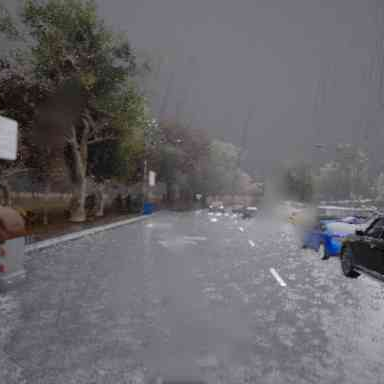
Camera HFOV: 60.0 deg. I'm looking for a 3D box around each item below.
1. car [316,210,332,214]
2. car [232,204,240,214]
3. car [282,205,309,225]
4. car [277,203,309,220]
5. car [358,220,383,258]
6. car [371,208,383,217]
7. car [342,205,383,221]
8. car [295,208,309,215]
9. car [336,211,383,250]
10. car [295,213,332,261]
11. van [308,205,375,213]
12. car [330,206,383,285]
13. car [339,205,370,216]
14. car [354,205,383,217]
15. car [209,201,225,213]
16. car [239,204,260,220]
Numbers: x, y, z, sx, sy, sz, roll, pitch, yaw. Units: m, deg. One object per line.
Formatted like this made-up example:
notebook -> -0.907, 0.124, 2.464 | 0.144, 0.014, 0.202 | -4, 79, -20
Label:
car -> 10.789, 2.274, 21.212 | 5.008, 1.535, 2.097 | 4, -1, -15
car -> 7.412, 2.534, 49.594 | 2.033, 1.411, 5.357 | 3, -1, 23
car -> 11.308, 2.409, 30.141 | 5.366, 1.575, 1.946 | 4, 0, -16
car -> 11.976, 2.273, 36.204 | 5.566, 2.045, 2.435 | 4, -1, -16
car -> 10.326, 2.216, 15.218 | 4.674, 1.452, 2.002 | 4, 0, -15
car -> 39.061, 4.158, 67.494 | 2.185, 1.767, 4.553 | 4, -2, -17
car -> 26.112, 3.172, 51.144 | 2.435, 2.045, 5.566 | 3, 0, -17
car -> 11.262, 2.414, 27.194 | 4.674, 1.452, 2.002 | 4, 0, -16
car -> 10.603, 2.102, 18.217 | 4.553, 1.767, 2.185 | 4, 0, -16
car -> 6.074, 1.946, 14.238 | 1.882, 1.535, 5.008 | 3, -1, 4
van -> 11.154, 2.107, 24.241 | 4.442, 1.987, 1.878 | 4, -1, -16
car -> 5.619, 1.598, 8.290 | 2.150, 2.045, 5.566 | 3, -1, 4
car -> 33.024, 3.734, 67.799 | 2.435, 2.045, 5.566 | 3, -2, -17
car -> 36.074, 3.883, 67.599 | 2.435, 2.045, 5.566 | 4, -2, -17
car -> 3.720, 2.146, 49.037 | 2.097, 1.767, 4.553 | 3, -1, 8
car -> 6.691, 2.325, 37.840 | 1.812, 1.442, 4.674 | 3, -1, 5
